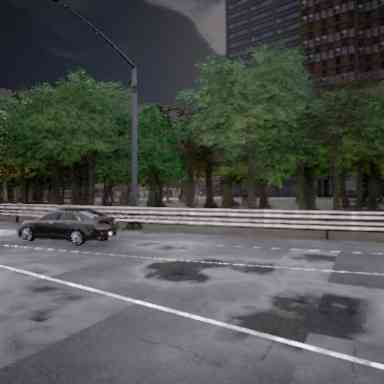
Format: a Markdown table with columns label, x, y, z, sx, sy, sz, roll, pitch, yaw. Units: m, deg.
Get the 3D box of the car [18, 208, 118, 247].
| label | x | y | z | sx | sy | sz | roll | pitch | yaw |
| --- | --- | --- | --- | --- | --- | --- | --- | --- | --- |
| car | -5.690 | 1.525 | 15.149 | 4.892 | 1.490 | 1.837 | 0 | 0 | 24 |
